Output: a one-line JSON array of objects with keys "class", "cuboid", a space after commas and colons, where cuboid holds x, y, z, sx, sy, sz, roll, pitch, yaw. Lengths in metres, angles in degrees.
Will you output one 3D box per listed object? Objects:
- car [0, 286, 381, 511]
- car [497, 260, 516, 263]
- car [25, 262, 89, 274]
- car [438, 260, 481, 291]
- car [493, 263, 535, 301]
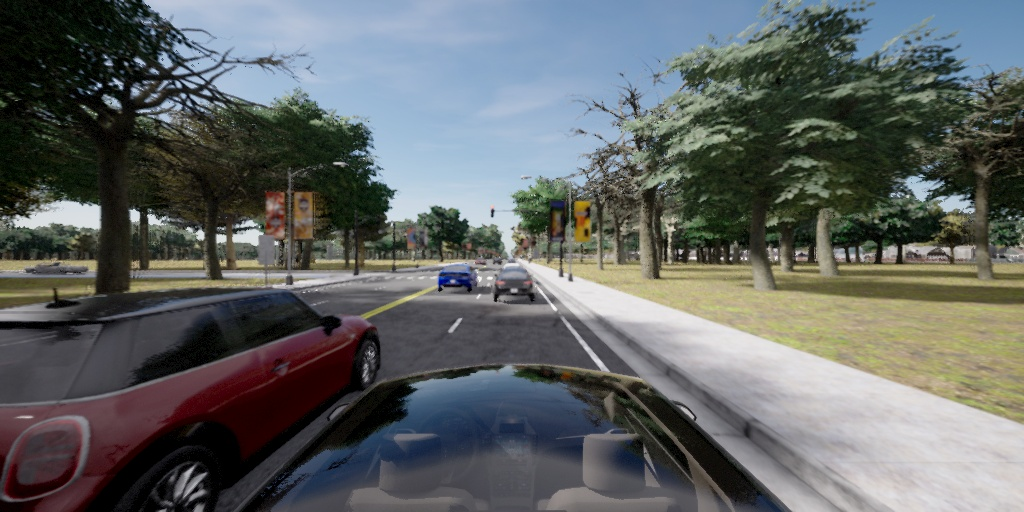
[{"class": "car", "cuboid": [-3.152, 1.102, 3.909, 2.097, 1.767, 4.553, 0, 0, 1]}, {"class": "car", "cuboid": [0.048, 1.261, 26.485, 1.812, 1.442, 4.674, 0, 0, 0]}, {"class": "car", "cuboid": [-47.199, 1.308, 37.284, 4.718, 1.301, 1.895, 0, 0, 1]}, {"class": "car", "cuboid": [-3.164, 1.216, 21.639, 1.882, 1.535, 5.008, 0, 0, 0]}, {"class": "car", "cuboid": [0.090, 1.265, 17.211, 1.812, 1.442, 4.674, 0, 0, 0]}]
